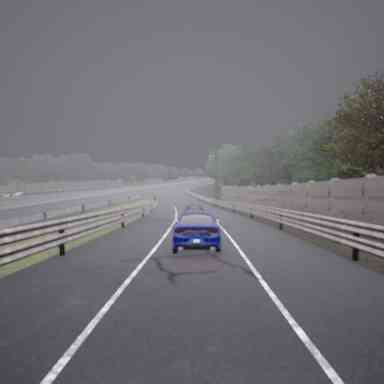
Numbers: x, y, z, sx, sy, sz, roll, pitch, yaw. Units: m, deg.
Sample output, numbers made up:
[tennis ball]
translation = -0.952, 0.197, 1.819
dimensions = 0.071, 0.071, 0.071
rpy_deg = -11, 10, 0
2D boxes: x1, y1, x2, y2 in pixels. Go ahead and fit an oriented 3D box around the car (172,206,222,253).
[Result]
[car]
translation = 0.214, 1.609, 14.384
dimensions = 1.882, 1.535, 5.008
rpy_deg = 0, 0, 1
